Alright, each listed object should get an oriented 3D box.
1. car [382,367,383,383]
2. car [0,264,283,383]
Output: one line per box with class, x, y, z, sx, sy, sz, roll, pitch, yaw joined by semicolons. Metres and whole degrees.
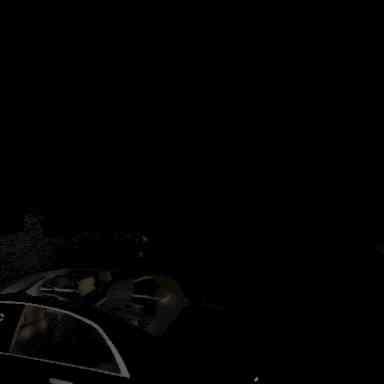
car;3.672;1.187;1.297;5.009;1.841;2.192;0;2;21
car;-1.388;1.456;3.283;4.403;1.369;2.008;0;2;21
